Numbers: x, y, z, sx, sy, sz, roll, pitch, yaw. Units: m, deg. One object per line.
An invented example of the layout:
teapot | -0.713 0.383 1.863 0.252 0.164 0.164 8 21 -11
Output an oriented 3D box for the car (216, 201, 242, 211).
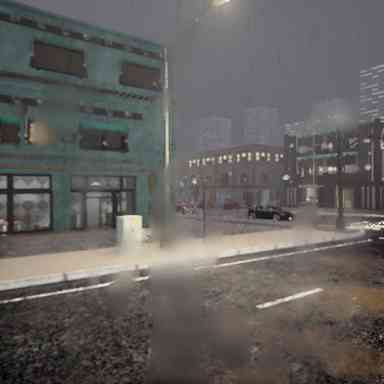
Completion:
car | 5.639 1.896 45.103 1.802 1.307 4.206 -2 0 -35

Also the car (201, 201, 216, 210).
car | 2.436 1.958 49.616 1.802 1.307 4.206 -2 0 -35

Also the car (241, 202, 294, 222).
car | 6.741 1.809 28.864 1.947 1.339 4.313 -2 0 -35

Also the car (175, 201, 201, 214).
car | -1.196 1.840 40.249 1.967 1.590 4.097 -1 0 -35
